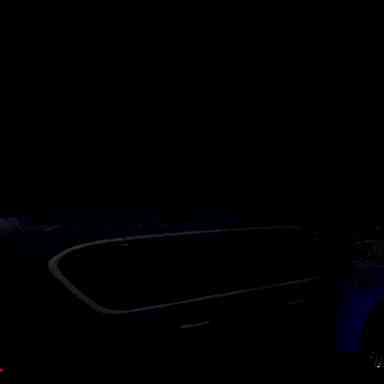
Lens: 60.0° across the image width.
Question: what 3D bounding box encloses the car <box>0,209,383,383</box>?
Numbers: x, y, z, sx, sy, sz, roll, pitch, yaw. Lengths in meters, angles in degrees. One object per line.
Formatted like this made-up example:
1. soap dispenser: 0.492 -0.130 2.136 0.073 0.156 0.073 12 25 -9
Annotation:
1. car: 0.285 1.230 3.891 5.566 2.045 2.150 0 0 -35

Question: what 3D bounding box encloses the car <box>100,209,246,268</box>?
1. car: -0.552 1.498 11.994 5.008 1.535 1.882 0 0 -33

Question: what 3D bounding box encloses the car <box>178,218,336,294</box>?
1. car: 1.927 1.591 9.433 4.181 1.385 1.994 0 0 -33
